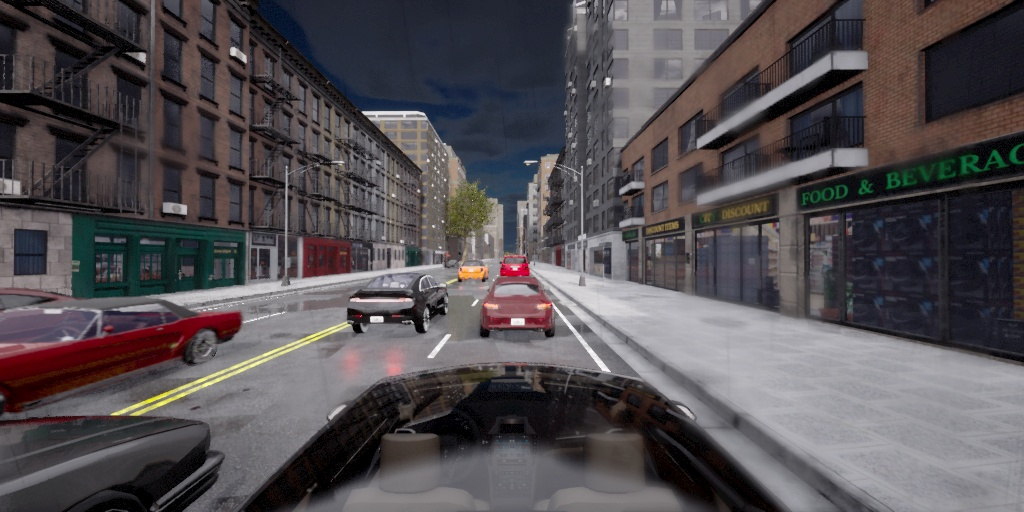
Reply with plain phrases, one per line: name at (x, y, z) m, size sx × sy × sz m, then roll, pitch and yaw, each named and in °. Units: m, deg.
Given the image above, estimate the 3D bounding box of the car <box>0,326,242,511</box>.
car at (-3.161, 1.297, 0.253) m, size 2.033 × 1.411 × 5.357 m, roll 0°, pitch 0°, yaw 1°

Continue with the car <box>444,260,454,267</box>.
car at (-9.558, 1.315, 56.821) m, size 1.837 × 1.490 × 4.892 m, roll 0°, pitch -1°, yaw 1°

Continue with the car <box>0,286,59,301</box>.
car at (-9.834, 1.276, 6.000) m, size 1.812 × 1.442 × 4.674 m, roll 0°, pitch 0°, yaw 0°

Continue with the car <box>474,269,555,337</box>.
car at (0.132, 1.278, 10.159) m, size 1.812 × 1.442 × 4.674 m, roll 0°, pitch 0°, yaw 0°

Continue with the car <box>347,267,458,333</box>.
car at (-3.110, 1.244, 10.662) m, size 2.128 × 1.511 × 4.902 m, roll 0°, pitch 0°, yaw 0°

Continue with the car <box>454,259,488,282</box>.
car at (-3.041, 1.116, 28.950) m, size 2.097 × 1.767 × 4.553 m, roll 0°, pitch 0°, yaw 0°

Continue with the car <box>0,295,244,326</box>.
car at (-6.588, 1.351, 5.280) m, size 1.895 × 1.301 × 4.718 m, roll 0°, pitch 0°, yaw 0°

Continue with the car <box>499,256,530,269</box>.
car at (0.206, 0.984, 27.257) m, size 2.150 × 2.045 × 5.566 m, roll 0°, pitch 0°, yaw 0°
